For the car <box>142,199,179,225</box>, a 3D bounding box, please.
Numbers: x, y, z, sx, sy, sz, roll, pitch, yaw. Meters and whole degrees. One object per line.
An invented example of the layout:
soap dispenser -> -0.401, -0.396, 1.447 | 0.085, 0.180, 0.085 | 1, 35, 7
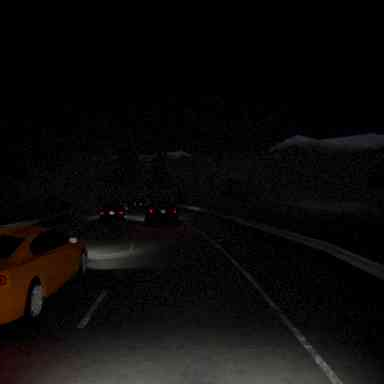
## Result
car -> -2.245, 1.300, 23.647 | 2.097, 1.767, 4.553 | 0, 0, -10

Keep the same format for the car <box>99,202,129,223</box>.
car -> -6.076, 1.497, 25.351 | 2.033, 1.411, 5.357 | 0, 0, -12

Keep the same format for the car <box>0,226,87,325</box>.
car -> -3.702, 1.465, 7.140 | 1.882, 1.535, 5.008 | 0, 0, -3

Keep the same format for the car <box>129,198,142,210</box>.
car -> -6.734, 1.463, 40.705 | 2.033, 1.411, 5.357 | 0, 0, -19
